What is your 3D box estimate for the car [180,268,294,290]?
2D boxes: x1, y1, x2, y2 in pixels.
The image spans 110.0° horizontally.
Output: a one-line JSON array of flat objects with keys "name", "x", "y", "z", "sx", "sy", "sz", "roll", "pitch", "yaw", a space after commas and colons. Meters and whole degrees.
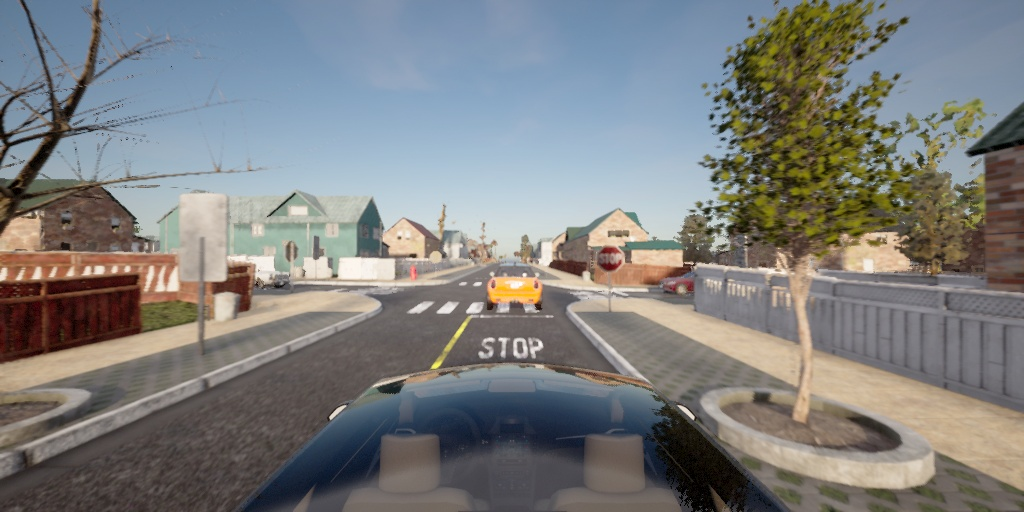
[{"name": "car", "x": -13.879, "y": 1.033, "z": 18.215, "sx": 4.718, "sy": 1.301, "sz": 1.895, "roll": 1, "pitch": -1, "yaw": 0}]

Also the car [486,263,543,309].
[{"name": "car", "x": 0.105, "y": 1.086, "z": 15.078, "sx": 2.097, "sy": 1.767, "sz": 4.553, "roll": 1, "pitch": 0, "yaw": 0}]

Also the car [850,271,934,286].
[{"name": "car", "x": 22.184, "y": 1.642, "z": 21.159, "sx": 4.553, "sy": 1.767, "sz": 2.097, "roll": 1, "pitch": -1, "yaw": 0}]

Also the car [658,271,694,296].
[{"name": "car", "x": 11.080, "y": 1.563, "z": 21.141, "sx": 4.674, "sy": 1.442, "sz": 1.812, "roll": 1, "pitch": -1, "yaw": -1}]
